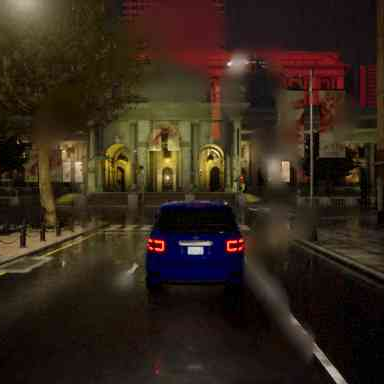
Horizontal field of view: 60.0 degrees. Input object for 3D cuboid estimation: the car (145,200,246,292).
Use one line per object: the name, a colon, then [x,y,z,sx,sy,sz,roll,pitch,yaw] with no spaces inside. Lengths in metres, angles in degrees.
car: [0.100,1.221,9.089,2.150,2.045,5.566,0,0,1]
